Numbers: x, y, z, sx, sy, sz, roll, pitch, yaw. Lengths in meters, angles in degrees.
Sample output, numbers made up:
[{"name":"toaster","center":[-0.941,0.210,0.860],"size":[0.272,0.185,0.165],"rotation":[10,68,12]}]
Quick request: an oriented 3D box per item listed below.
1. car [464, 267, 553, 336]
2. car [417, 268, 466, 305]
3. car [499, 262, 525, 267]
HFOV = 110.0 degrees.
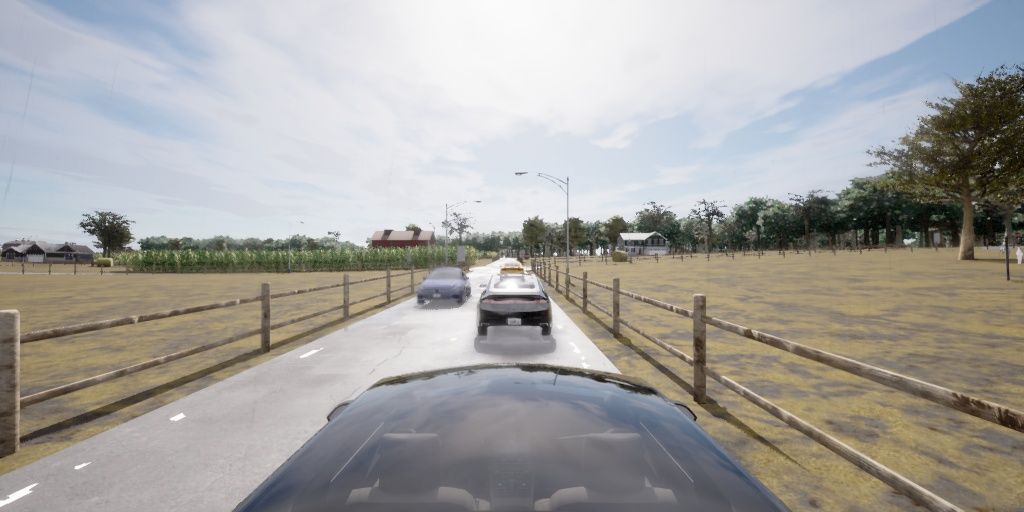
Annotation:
[{"name":"car","center":[0.065,1.241,10.393],"size":[2.128,1.511,4.902],"rotation":[0,0,0]},{"name":"car","center":[-2.898,1.268,16.111],"size":[1.812,1.442,4.674],"rotation":[0,0,0]},{"name":"car","center":[0.006,1.194,29.049],"size":[1.882,1.535,5.008],"rotation":[0,0,0]}]
